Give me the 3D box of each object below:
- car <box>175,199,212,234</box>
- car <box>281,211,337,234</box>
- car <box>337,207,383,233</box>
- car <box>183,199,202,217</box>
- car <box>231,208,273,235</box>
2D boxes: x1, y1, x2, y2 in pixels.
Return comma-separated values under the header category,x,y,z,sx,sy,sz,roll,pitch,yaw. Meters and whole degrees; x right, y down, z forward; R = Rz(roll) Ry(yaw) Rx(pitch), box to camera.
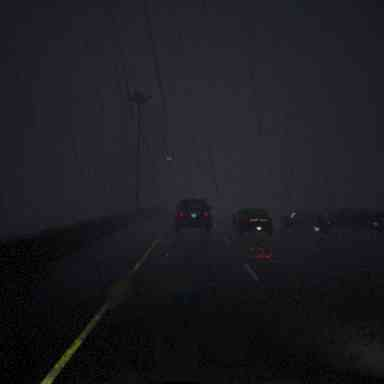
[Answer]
category,x,y,z,sx,sy,sz,roll,pitch,yaw
car,0.099,1.477,21.320,2.150,2.045,5.566,0,-1,0
car,7.099,1.853,21.120,1.895,1.301,4.718,0,-1,0
car,10.598,1.740,21.689,1.882,1.535,5.008,0,-1,0
car,0.095,1.993,40.652,2.150,2.045,5.566,0,-3,0
car,3.599,1.743,20.296,1.837,1.490,4.892,0,-1,0
